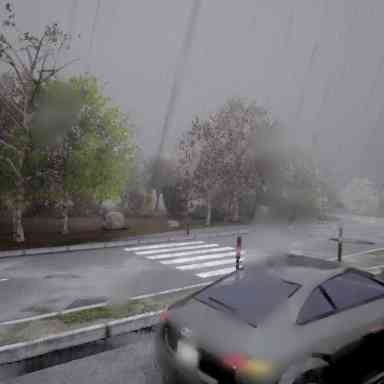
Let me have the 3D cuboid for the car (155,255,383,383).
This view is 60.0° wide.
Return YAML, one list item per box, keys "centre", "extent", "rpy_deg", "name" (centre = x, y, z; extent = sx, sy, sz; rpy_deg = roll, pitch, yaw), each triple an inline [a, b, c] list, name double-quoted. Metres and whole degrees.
- centre: [1.626, 1.571, 4.408]
  extent: [4.181, 1.385, 1.994]
  rpy_deg: [0, 0, -34]
  name: "car"
